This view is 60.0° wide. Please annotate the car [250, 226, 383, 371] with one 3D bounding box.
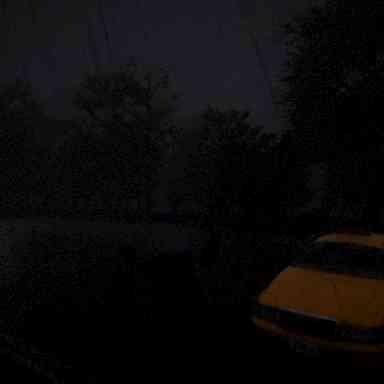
[{"bbox_3d":[2.842,1.448,6.019,1.946,1.575,5.366,1,0,36],"label":"car"}]
